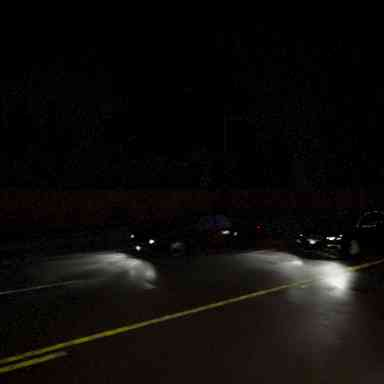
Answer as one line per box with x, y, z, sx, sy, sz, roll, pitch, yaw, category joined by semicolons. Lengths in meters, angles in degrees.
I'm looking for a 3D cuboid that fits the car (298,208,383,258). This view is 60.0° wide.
6.020;1.416;12.585;4.892;1.490;1.837;-1;0;-35;car

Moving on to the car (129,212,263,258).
0.340;1.492;12.833;5.357;1.411;2.033;-1;0;-35;car
